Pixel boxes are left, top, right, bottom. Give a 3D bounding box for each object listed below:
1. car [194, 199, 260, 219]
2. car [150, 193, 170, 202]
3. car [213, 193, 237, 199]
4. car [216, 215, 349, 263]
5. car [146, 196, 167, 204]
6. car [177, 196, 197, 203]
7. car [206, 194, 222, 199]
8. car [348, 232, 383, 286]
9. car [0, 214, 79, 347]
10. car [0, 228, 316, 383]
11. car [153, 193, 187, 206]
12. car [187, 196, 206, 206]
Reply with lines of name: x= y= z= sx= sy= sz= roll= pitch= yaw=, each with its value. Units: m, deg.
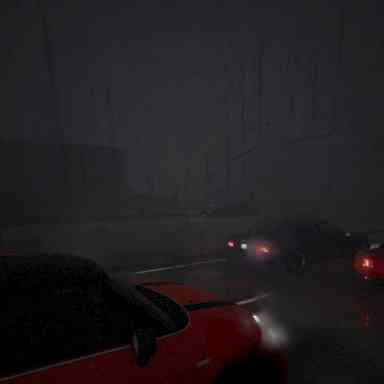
car: x=3.251 y=1.547 z=28.356 sx=5.357 sy=1.411 sz=2.033 roll=0 pitch=0 yaw=-29
car: x=-7.482 y=1.225 z=77.470 sx=2.150 sy=2.045 sz=5.566 roll=0 pitch=0 yaw=-36
car: x=5.659 y=1.222 z=59.287 sx=2.150 sy=2.045 sz=5.566 roll=0 pitch=0 yaw=-36
car: x=3.507 y=1.547 z=10.593 sx=5.357 sy=1.411 sz=2.033 roll=0 pitch=0 yaw=-35
car: x=-6.960 y=1.506 z=64.786 sx=1.837 sy=1.490 sz=4.892 roll=0 pitch=0 yaw=-36
car: x=-1.088 y=1.564 z=68.676 sx=1.994 sy=1.385 sz=4.181 roll=0 pitch=0 yaw=-36
car: x=2.404 y=1.547 z=57.797 sx=2.033 sy=1.411 sz=5.357 roll=0 pitch=0 yaw=-36
car: x=6.079 y=1.601 z=8.122 sx=4.718 sy=1.301 sz=1.895 roll=0 pitch=0 yaw=-35
car: x=-4.310 y=1.352 z=4.972 sx=4.553 sy=1.767 sz=2.097 roll=0 pitch=0 yaw=-35
car: x=-1.252 y=1.352 z=2.854 sx=4.553 sy=1.767 sz=2.097 roll=0 pitch=0 yaw=-35
car: x=-3.628 y=1.221 z=54.183 sx=2.150 sy=2.045 sz=5.566 roll=0 pitch=0 yaw=-35
car: x=-0.596 y=1.547 z=55.968 sx=2.033 sy=1.411 sz=5.357 roll=0 pitch=0 yaw=-36
